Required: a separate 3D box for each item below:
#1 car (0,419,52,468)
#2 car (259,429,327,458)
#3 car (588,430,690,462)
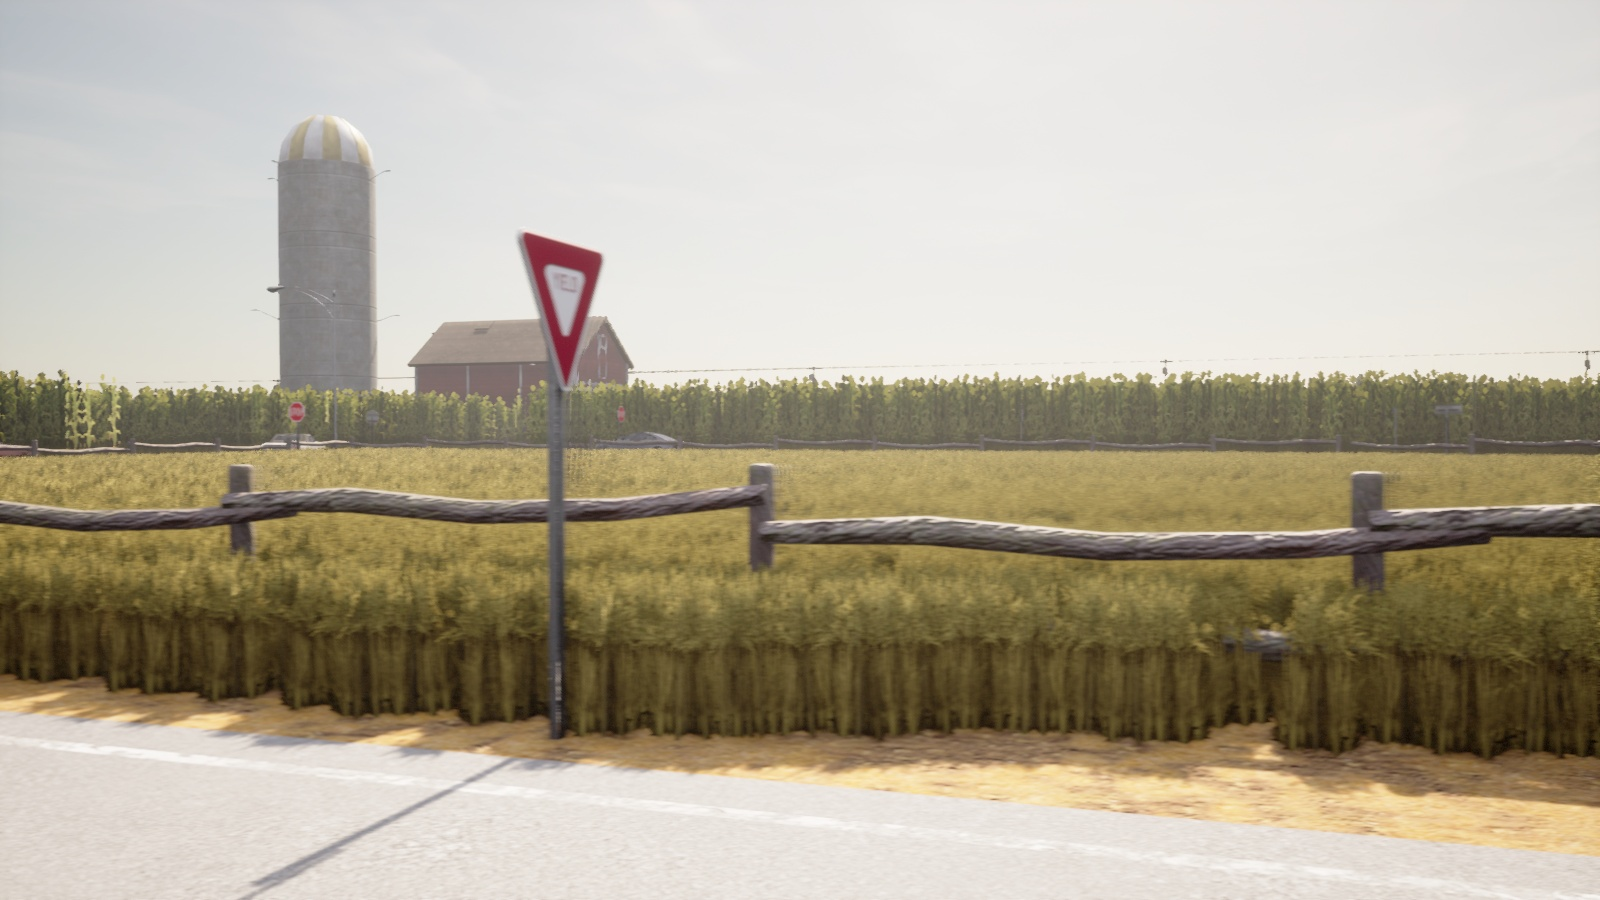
[{"bbox_3d":[-28.205,-0.208,42.249,2.152,1.651,5.027,1,1,19],"label":"car"},{"bbox_3d":[-24.046,-0.318,59.751,1.895,1.301,4.718,0,1,-8],"label":"car"},{"bbox_3d":[-7.387,-0.214,57.573,4.181,1.385,1.994,1,1,19],"label":"car"}]
